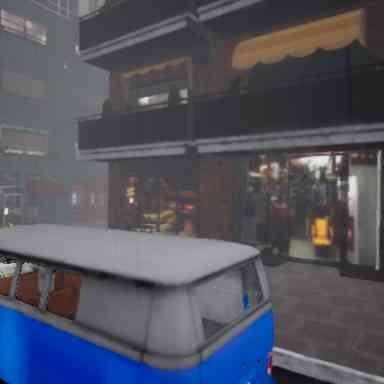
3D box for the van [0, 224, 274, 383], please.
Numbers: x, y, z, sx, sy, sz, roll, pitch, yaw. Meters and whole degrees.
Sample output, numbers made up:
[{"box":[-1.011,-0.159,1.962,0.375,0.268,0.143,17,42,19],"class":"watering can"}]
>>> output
[{"box":[-1.124,1.328,3.656,3.998,1.788,1.690,0,1,35],"class":"van"}]
